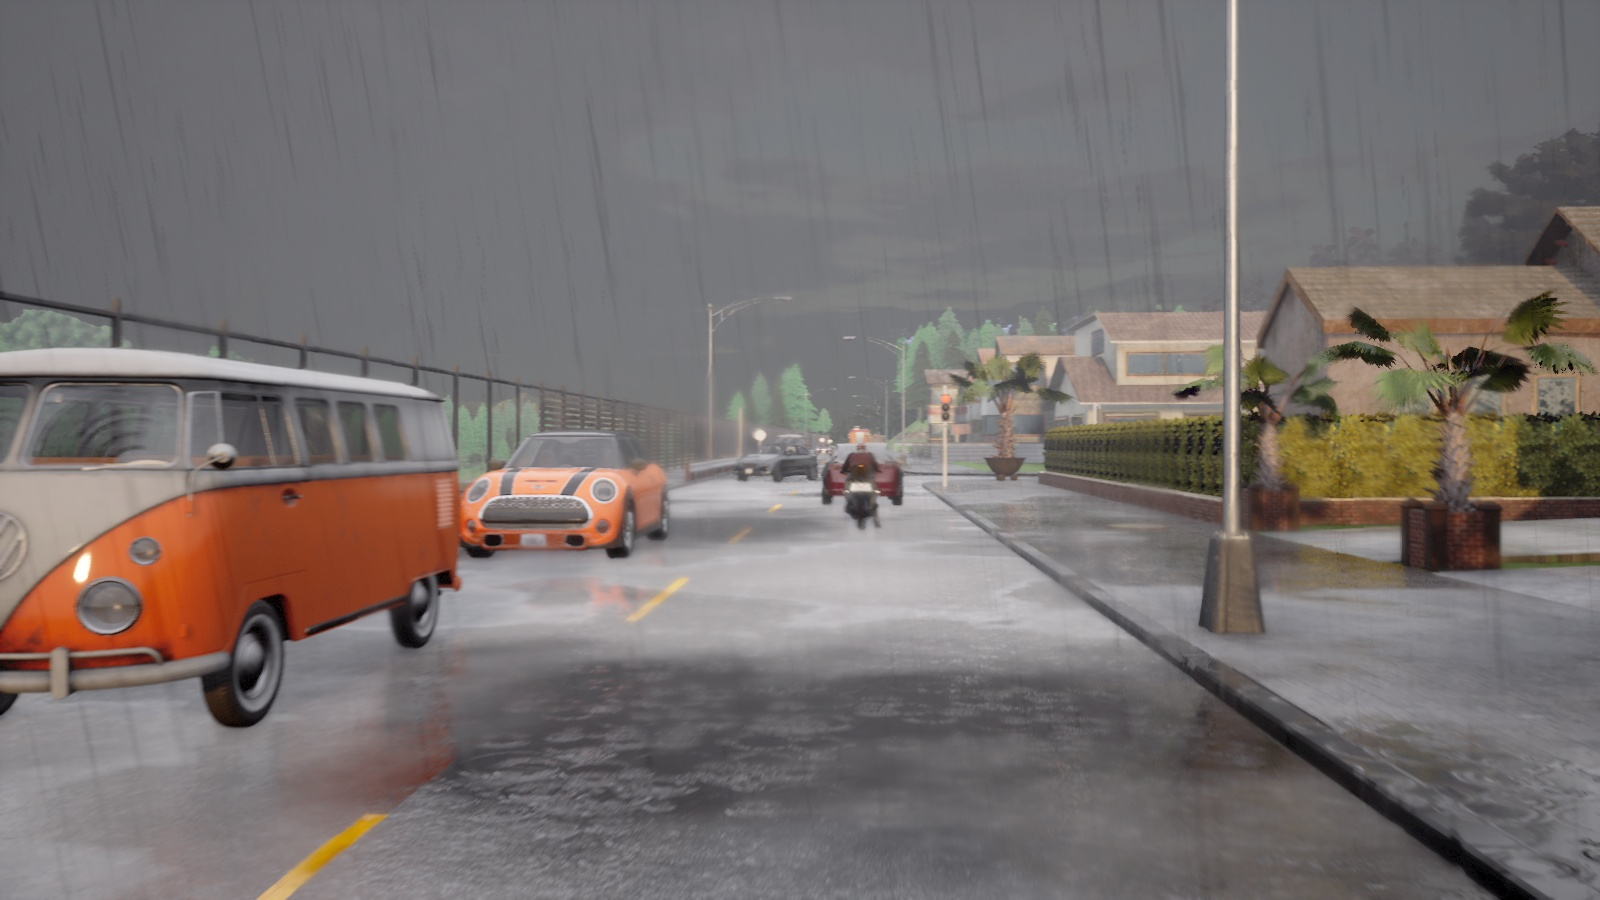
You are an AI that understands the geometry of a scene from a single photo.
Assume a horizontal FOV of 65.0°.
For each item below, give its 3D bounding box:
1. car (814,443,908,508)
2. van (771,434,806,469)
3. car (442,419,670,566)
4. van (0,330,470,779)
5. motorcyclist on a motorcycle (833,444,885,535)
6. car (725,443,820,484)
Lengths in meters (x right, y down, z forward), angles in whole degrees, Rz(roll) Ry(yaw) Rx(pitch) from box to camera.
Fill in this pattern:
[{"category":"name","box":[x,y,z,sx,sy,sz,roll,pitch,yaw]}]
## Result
[{"category":"car","box":[1.483,0.571,31.288,2.163,1.488,4.792,0,0,2]},{"category":"van","box":[-0.648,0.087,72.844,1.775,1.987,4.442,0,0,3]},{"category":"car","box":[-3.178,0.502,17.419,2.097,1.767,4.553,0,0,3]},{"category":"van","box":[-3.615,0.450,7.819,1.775,1.987,4.442,0,0,3]},{"category":"motorcyclist on a motorcycle","box":[1.048,0.657,22.279,0.866,1.530,2.191,0,0,3]},{"category":"car","box":[-1.003,0.486,48.294,1.816,1.474,4.193,0,0,28]}]
